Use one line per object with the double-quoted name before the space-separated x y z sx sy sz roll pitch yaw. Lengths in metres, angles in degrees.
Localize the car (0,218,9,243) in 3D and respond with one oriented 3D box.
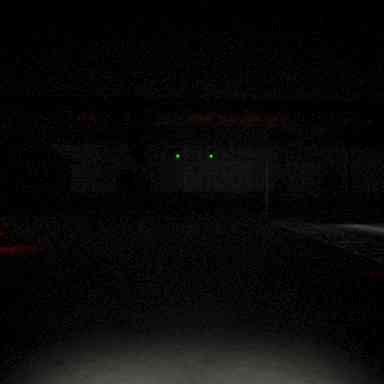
"car" -10.357 1.587 15.654 5.008 1.535 1.882 0 -1 43
